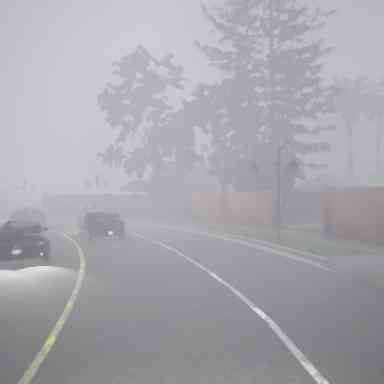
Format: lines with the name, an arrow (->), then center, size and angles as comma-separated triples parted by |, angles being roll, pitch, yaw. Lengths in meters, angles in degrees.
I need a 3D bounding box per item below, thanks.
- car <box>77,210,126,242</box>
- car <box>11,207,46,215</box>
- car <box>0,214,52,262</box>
car -> -5.010, 1.742, 18.173 | 1.837, 1.490, 4.892 | 0, 0, -27
car -> -15.060, 2.049, 30.571 | 4.181, 1.385, 1.994 | -1, -1, 43
car -> -6.369, 1.758, 12.498 | 1.994, 1.385, 4.181 | 0, -1, -23
